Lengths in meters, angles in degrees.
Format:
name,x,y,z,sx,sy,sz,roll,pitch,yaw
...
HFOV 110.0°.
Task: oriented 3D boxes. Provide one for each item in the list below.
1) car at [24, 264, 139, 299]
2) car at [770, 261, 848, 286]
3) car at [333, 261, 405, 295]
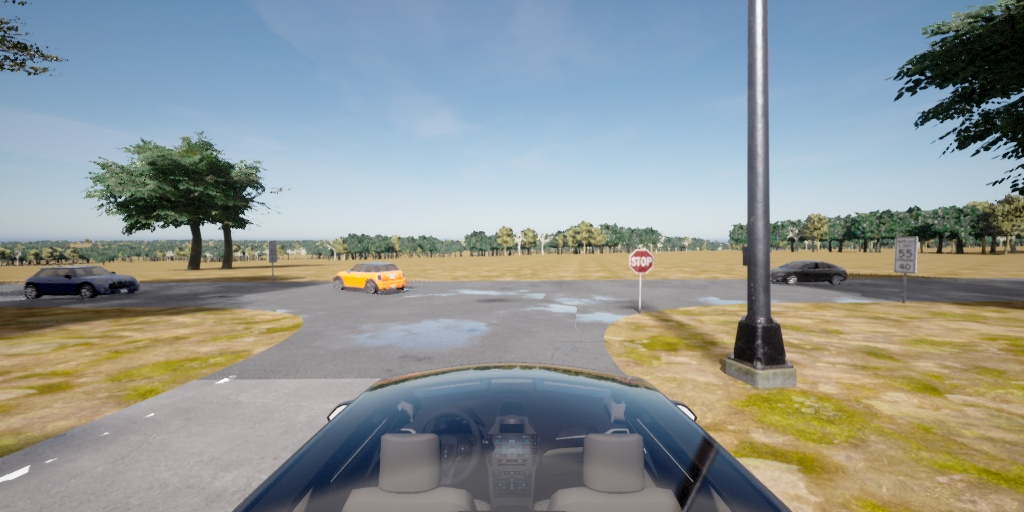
name,x,y,z,sx,sy,sz,roll,pitch,yaw
car,-23.231,1.316,19.464,4.553,1.767,2.097,0,2,2
car,18.921,1.083,23.306,4.892,1.490,1.837,0,2,-3
car,-8.450,1.147,21.071,4.553,1.767,2.097,1,3,33
